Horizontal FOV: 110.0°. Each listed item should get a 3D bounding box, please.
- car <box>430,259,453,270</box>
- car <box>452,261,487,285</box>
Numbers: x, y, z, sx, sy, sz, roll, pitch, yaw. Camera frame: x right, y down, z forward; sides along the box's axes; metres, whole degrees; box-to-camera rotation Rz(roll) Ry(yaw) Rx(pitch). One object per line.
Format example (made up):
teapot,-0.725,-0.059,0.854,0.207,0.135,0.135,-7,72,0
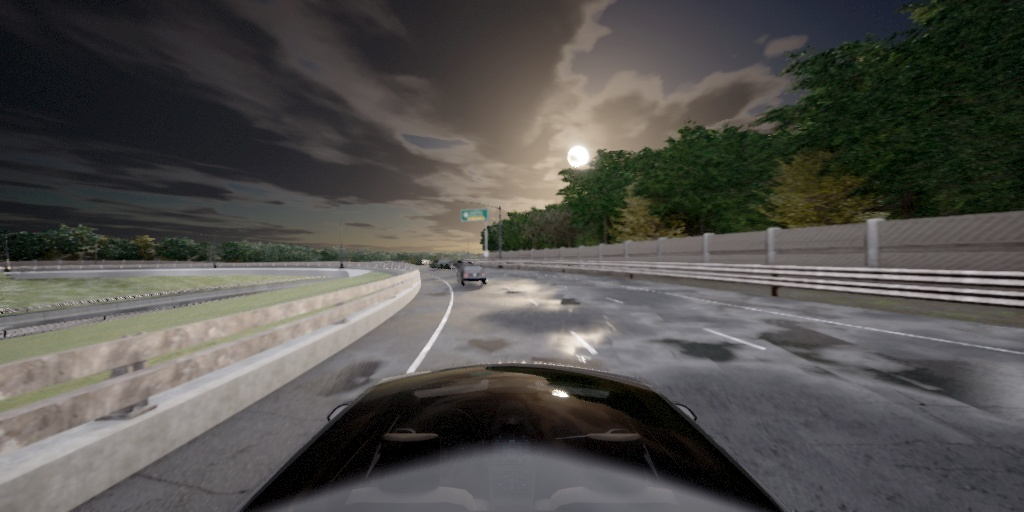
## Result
car,-11.339,1.286,56.081,2.097,1.767,4.553,-1,0,-30
car,-3.103,1.347,26.912,2.033,1.411,5.357,-1,0,-13
